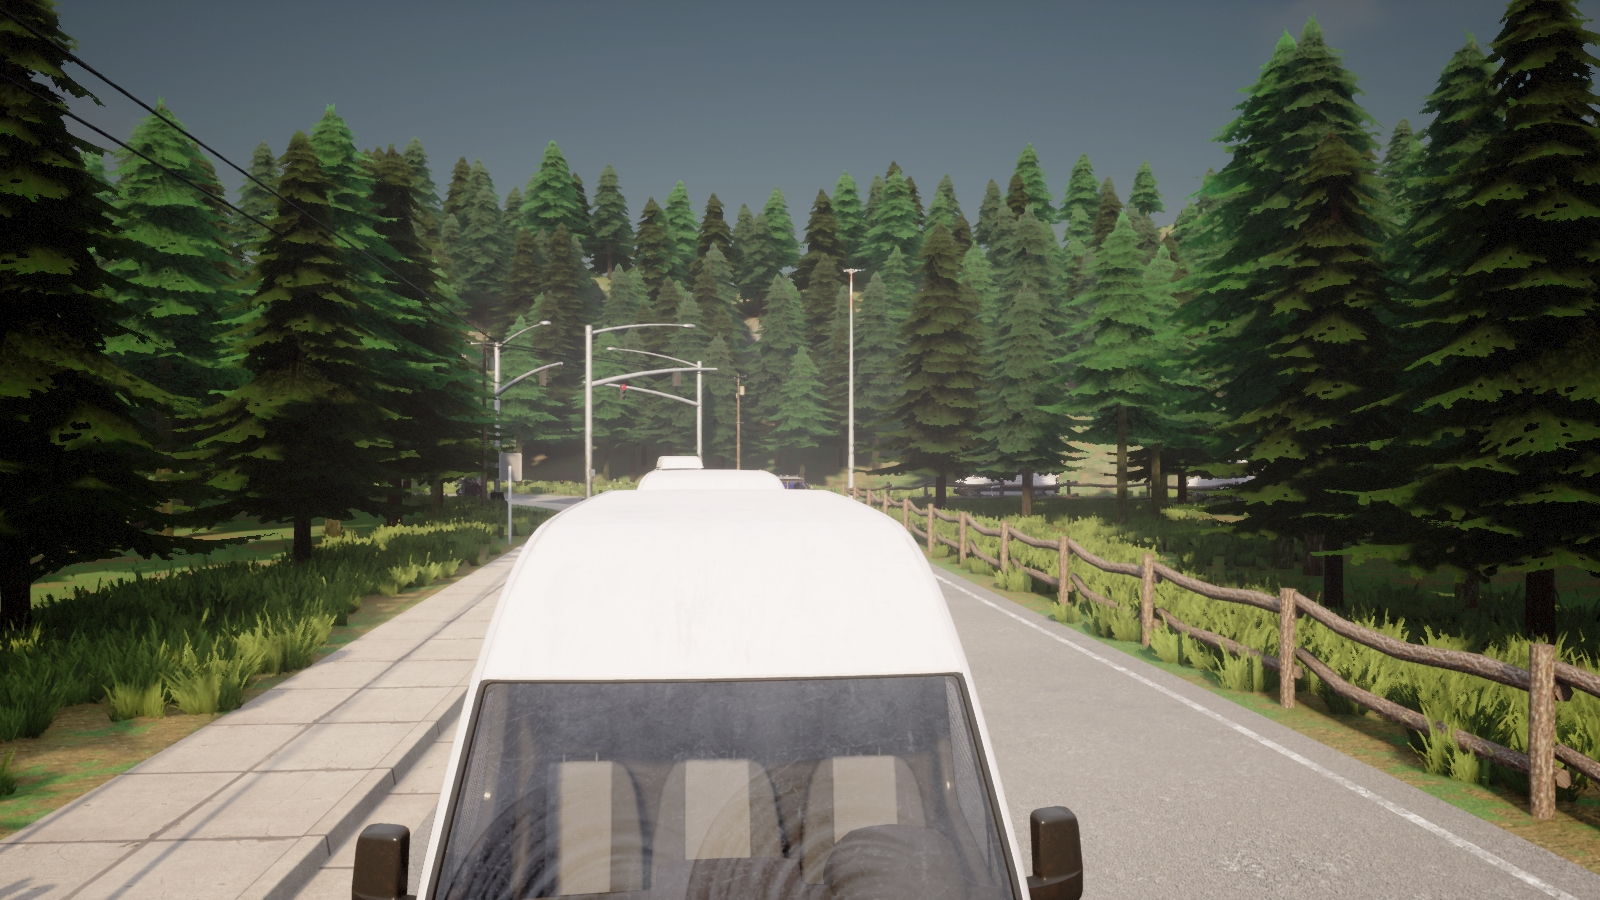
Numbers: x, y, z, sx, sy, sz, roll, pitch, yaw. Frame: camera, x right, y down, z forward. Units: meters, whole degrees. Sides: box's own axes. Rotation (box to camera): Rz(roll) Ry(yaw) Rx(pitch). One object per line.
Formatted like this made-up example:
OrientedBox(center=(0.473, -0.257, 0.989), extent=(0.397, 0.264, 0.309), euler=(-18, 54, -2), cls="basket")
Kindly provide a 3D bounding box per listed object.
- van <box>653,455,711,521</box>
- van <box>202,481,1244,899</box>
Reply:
OrientedBox(center=(-4.989, 1.508, 47.613), extent=(1.988, 2.561, 5.915), euler=(0, 0, -10), cls="van")
OrientedBox(center=(-0.346, 1.499, 5.134), extent=(1.988, 2.561, 5.915), euler=(0, 0, -5), cls="van")
